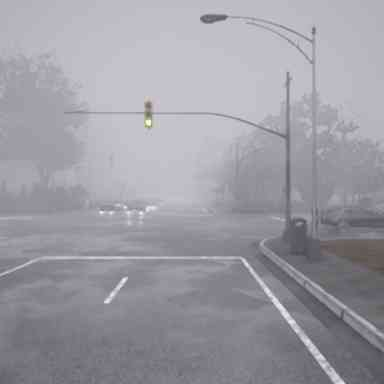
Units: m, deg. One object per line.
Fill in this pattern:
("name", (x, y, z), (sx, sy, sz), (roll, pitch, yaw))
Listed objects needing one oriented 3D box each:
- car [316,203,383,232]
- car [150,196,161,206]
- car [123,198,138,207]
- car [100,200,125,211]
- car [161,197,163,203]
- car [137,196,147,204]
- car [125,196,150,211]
("car", (10.144, 1.581, 20.366), (4.902, 1.511, 2.128), (0, 0, -3))
("car", (-7.214, 1.722, 59.712), (2.128, 1.511, 4.902), (0, 0, 0))
("car", (-10.700, 1.755, 58.606), (1.812, 1.442, 4.674), (0, 0, 0))
("car", (-10.646, 1.737, 43.944), (2.033, 1.411, 5.357), (0, 0, 0))
("car", (-7.629, 1.686, 74.949), (1.882, 1.535, 5.008), (0, 0, -3))
("car", (-11.061, 1.714, 73.685), (1.837, 1.490, 4.892), (0, 0, -3))
("car", (-7.148, 1.691, 43.713), (1.837, 1.490, 4.892), (0, 0, 0))
